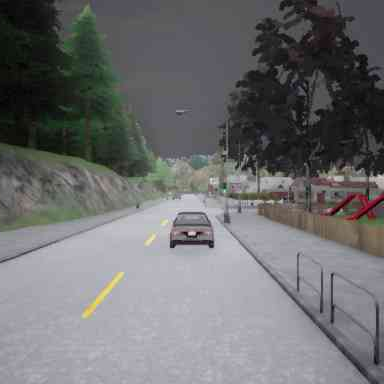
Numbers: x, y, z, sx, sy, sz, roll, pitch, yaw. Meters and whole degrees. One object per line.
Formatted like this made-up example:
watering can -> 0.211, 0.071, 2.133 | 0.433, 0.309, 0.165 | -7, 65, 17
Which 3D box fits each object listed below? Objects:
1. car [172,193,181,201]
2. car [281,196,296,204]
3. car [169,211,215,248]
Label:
car -> -4.000, 1.217, 88.535 | 2.150, 2.045, 5.566 | 0, 0, 0
car -> 15.786, 1.297, 55.431 | 1.994, 1.381, 4.181 | 0, 0, 0
car -> 0.000, 1.560, 14.650 | 2.033, 1.411, 5.357 | 0, 0, 0
